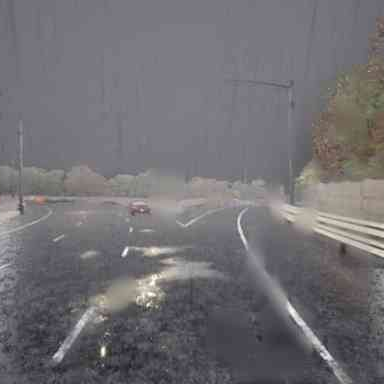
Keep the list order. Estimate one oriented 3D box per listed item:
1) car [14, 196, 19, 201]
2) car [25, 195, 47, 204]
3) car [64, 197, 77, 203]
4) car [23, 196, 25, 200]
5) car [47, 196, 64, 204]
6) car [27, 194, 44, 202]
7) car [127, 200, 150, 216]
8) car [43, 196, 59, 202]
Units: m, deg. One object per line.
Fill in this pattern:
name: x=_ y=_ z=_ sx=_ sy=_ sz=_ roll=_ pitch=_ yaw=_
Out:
car: x=-39.313 y=1.621 z=75.897 sx=4.902 sy=1.511 sz=2.128 roll=0 pitch=0 yaw=42
car: x=-31.762 y=1.569 z=67.723 sx=2.097 sy=1.767 sz=4.553 roll=0 pitch=0 yaw=-40
car: x=-27.219 y=1.714 z=73.171 sx=2.033 sy=1.411 sz=5.357 roll=0 pitch=0 yaw=-42
car: x=-33.172 y=1.811 z=69.350 sx=1.895 sy=1.301 sz=4.718 roll=0 pitch=0 yaw=-42
car: x=-29.779 y=1.723 z=70.795 sx=2.128 sy=1.511 sz=4.902 roll=0 pitch=0 yaw=-42
car: x=-36.830 y=1.434 z=78.364 sx=4.553 sy=1.767 sz=2.097 roll=0 pitch=0 yaw=42
car: x=-5.387 y=1.575 z=33.493 sx=1.812 sy=1.442 sz=4.674 roll=0 pitch=0 yaw=-17
car: x=-34.388 y=1.615 z=80.872 sx=4.181 sy=1.385 sz=1.994 roll=0 pitch=0 yaw=42
